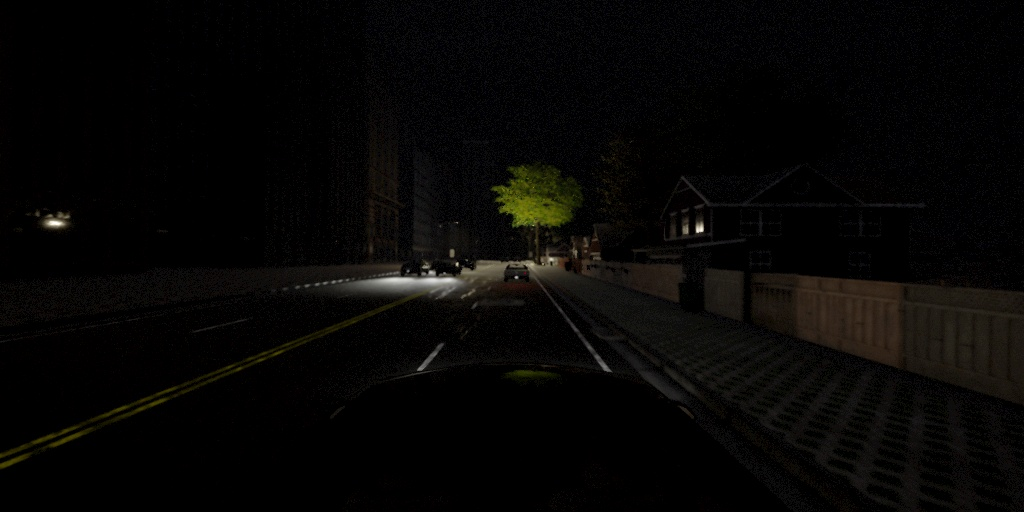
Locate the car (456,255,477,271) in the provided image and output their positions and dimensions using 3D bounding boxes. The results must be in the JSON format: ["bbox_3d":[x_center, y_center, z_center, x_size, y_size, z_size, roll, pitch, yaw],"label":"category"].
[{"bbox_3d":[-5.860,0.858,46.380,2.150,2.045,5.566,0,0,1],"label":"car"}]

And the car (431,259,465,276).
[{"bbox_3d":[-6.039,1.220,34.499,1.895,1.301,4.718,0,0,1],"label":"car"}]

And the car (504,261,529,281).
[{"bbox_3d":[0.378,1.277,28.708,1.895,1.301,4.718,0,0,1],"label":"car"}]

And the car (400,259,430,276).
[{"bbox_3d":[-9.286,1.087,34.641,2.128,1.511,4.902,0,0,1],"label":"car"}]
